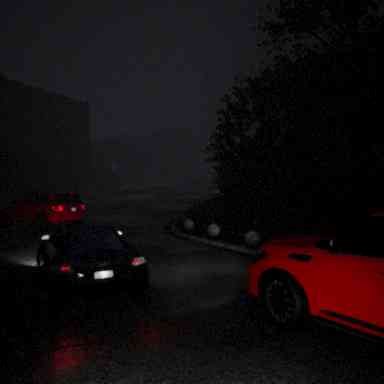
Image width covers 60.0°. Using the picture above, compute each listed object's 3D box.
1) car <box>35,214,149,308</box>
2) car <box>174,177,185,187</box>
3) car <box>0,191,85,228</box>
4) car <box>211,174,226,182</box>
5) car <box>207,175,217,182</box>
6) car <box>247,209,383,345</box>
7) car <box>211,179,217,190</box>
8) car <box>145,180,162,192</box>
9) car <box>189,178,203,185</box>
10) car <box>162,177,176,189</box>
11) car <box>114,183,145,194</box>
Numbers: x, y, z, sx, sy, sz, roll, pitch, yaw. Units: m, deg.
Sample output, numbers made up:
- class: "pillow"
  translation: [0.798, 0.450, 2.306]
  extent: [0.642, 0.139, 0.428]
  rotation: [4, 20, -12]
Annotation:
- class: "car"
  translation: [-2.508, 1.458, 7.894]
  extent: [1.994, 1.385, 4.181]
  rotation: [0, 1, -26]
- class: "car"
  translation: [-3.321, -2.030, 66.755]
  extent: [2.435, 2.045, 5.566]
  rotation: [0, 4, 23]
- class: "car"
  translation: [-8.453, 0.974, 18.574]
  extent: [5.566, 2.045, 2.150]
  rotation: [0, 1, 30]
- class: "car"
  translation: [7.454, -4.006, 92.114]
  extent: [2.435, 2.045, 5.566]
  rotation: [0, 4, 23]
- class: "car"
  translation: [5.319, -3.361, 87.091]
  extent: [2.231, 1.521, 4.892]
  rotation: [0, 4, 23]
- class: "car"
  translation: [3.245, 1.164, 4.412]
  extent: [2.150, 2.045, 5.566]
  rotation: [0, 1, -35]
- class: "car"
  translation: [5.283, -1.216, 56.849]
  extent: [1.837, 1.490, 4.892]
  rotation: [0, 4, 23]
- class: "car"
  translation: [-7.740, -0.972, 56.369]
  extent: [1.946, 1.575, 5.366]
  rotation: [0, 4, 23]
- class: "car"
  translation: [0.990, -2.540, 76.917]
  extent: [2.163, 1.488, 4.792]
  rotation: [0, 4, 23]
- class: "car"
  translation: [-5.584, -1.367, 61.441]
  extent: [1.946, 1.575, 5.366]
  rotation: [0, 4, 23]
- class: "car"
  translation: [-9.904, -0.575, 51.303]
  extent: [1.946, 1.575, 5.366]
  rotation: [0, 4, 23]
